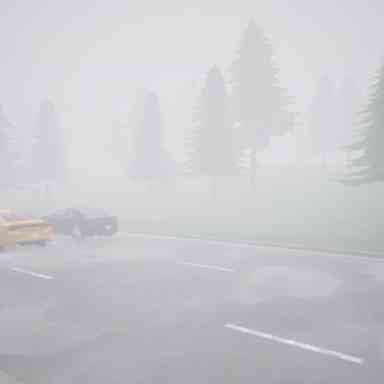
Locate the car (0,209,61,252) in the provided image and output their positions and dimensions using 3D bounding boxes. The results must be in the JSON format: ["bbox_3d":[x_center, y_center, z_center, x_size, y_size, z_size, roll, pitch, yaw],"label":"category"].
[{"bbox_3d":[-7.878,1.466,13.859,5.008,1.535,1.882,1,0,36],"label":"car"}]

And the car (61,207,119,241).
[{"bbox_3d":[-5.837,1.466,16.704,5.008,1.535,1.882,1,0,36],"label":"car"}]
